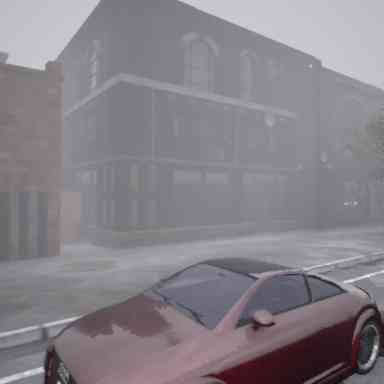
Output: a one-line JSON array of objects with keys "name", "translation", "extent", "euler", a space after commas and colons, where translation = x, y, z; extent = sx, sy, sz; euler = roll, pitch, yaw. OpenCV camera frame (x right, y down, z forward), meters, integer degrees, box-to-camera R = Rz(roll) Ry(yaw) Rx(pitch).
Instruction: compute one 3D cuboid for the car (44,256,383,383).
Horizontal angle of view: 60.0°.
[{"name": "car", "translation": [0.488, 1.565, 4.034], "extent": [4.181, 1.385, 1.994], "euler": [0, 0, -35]}]
